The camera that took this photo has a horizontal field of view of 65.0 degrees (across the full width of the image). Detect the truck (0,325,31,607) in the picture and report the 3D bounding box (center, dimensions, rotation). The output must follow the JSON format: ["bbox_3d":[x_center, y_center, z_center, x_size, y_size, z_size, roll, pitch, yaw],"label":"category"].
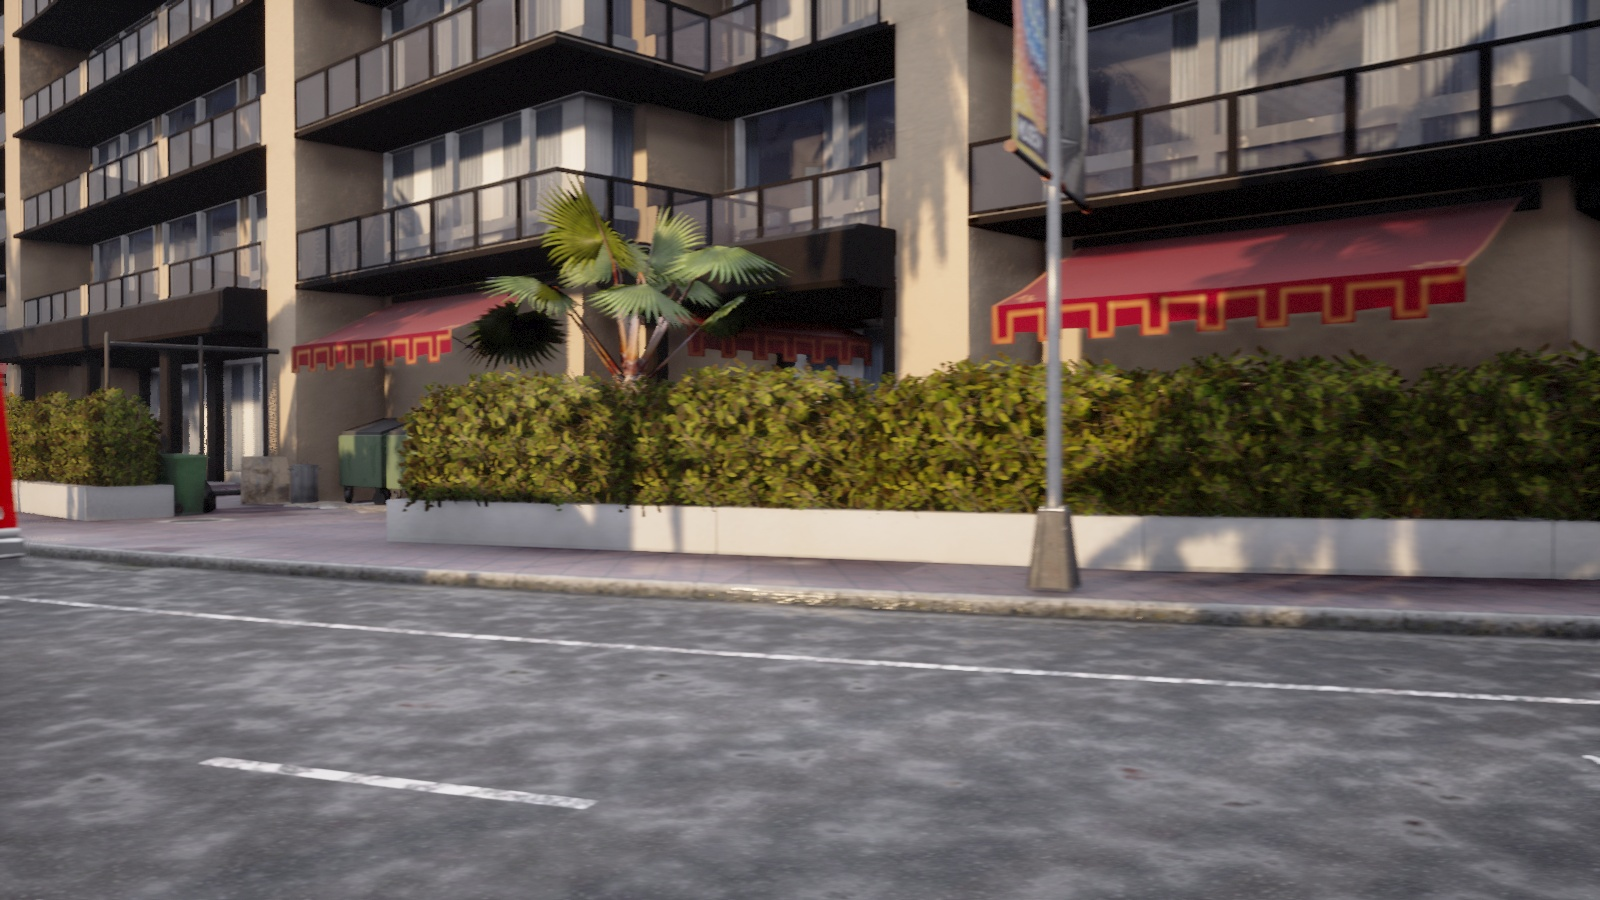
[{"bbox_3d":[-9.793,0.129,11.290,5.204,2.467,2.627,1,1,28],"label":"truck"}]
